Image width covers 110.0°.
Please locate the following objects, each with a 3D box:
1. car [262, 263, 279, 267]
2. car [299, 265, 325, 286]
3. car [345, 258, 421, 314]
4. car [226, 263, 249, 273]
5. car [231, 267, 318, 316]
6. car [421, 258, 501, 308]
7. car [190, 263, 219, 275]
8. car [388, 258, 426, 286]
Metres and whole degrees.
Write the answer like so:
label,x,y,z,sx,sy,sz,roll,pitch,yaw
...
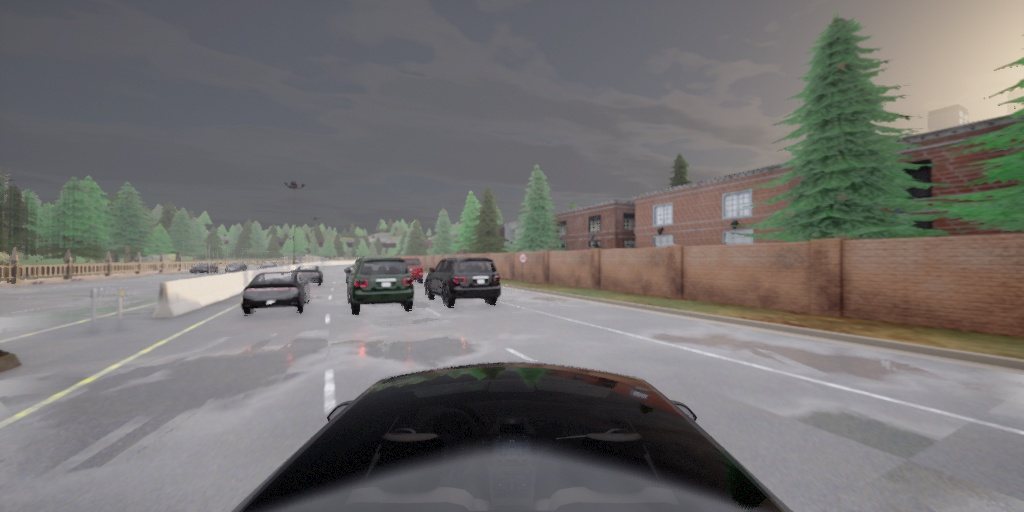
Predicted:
label,x,y,z,sx,sy,sz,roll,pitch,yaw
car,-34.997,1.701,51.891,1.812,1.442,4.674,0,0,-25
car,-15.514,1.458,27.461,2.128,1.511,4.902,0,0,-25
car,-5.475,1.080,14.679,2.150,2.045,5.566,0,0,-26
car,-37.595,1.649,49.183,2.128,1.511,4.902,0,0,-25
car,-9.068,1.347,14.085,2.128,1.511,4.902,0,0,-26
car,-2.369,1.089,16.294,2.150,2.045,5.566,0,0,-26
car,-40.734,1.696,47.667,2.033,1.411,5.357,0,0,-25
car,-8.720,1.198,29.451,2.150,2.045,5.566,0,0,-25
